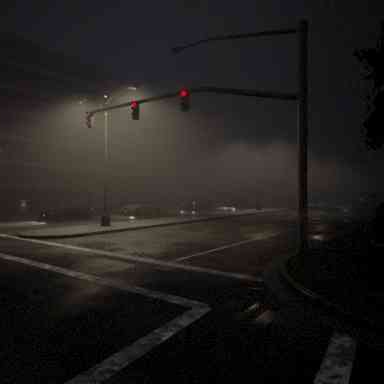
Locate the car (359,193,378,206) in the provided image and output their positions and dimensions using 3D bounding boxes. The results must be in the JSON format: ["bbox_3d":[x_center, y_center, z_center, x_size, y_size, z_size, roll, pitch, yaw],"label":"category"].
[{"bbox_3d":[28.728,1.221,54.042,2.150,2.045,5.566,0,0,36],"label":"car"}]

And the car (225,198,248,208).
[{"bbox_3d":[6.611,1.564,49.404,1.994,1.385,4.181,0,0,36],"label":"car"}]

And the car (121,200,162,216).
[{"bbox_3d":[-4.960,1.524,33.480,1.812,1.442,4.674,0,0,36],"label":"car"}]

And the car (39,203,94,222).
[{"bbox_3d":[-9.952,1.564,26.600,1.994,1.385,4.181,0,0,36],"label":"car"}]

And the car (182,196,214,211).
[{"bbox_3d":[0.772,1.352,41.376,2.097,1.767,4.553,0,0,36],"label":"car"}]
